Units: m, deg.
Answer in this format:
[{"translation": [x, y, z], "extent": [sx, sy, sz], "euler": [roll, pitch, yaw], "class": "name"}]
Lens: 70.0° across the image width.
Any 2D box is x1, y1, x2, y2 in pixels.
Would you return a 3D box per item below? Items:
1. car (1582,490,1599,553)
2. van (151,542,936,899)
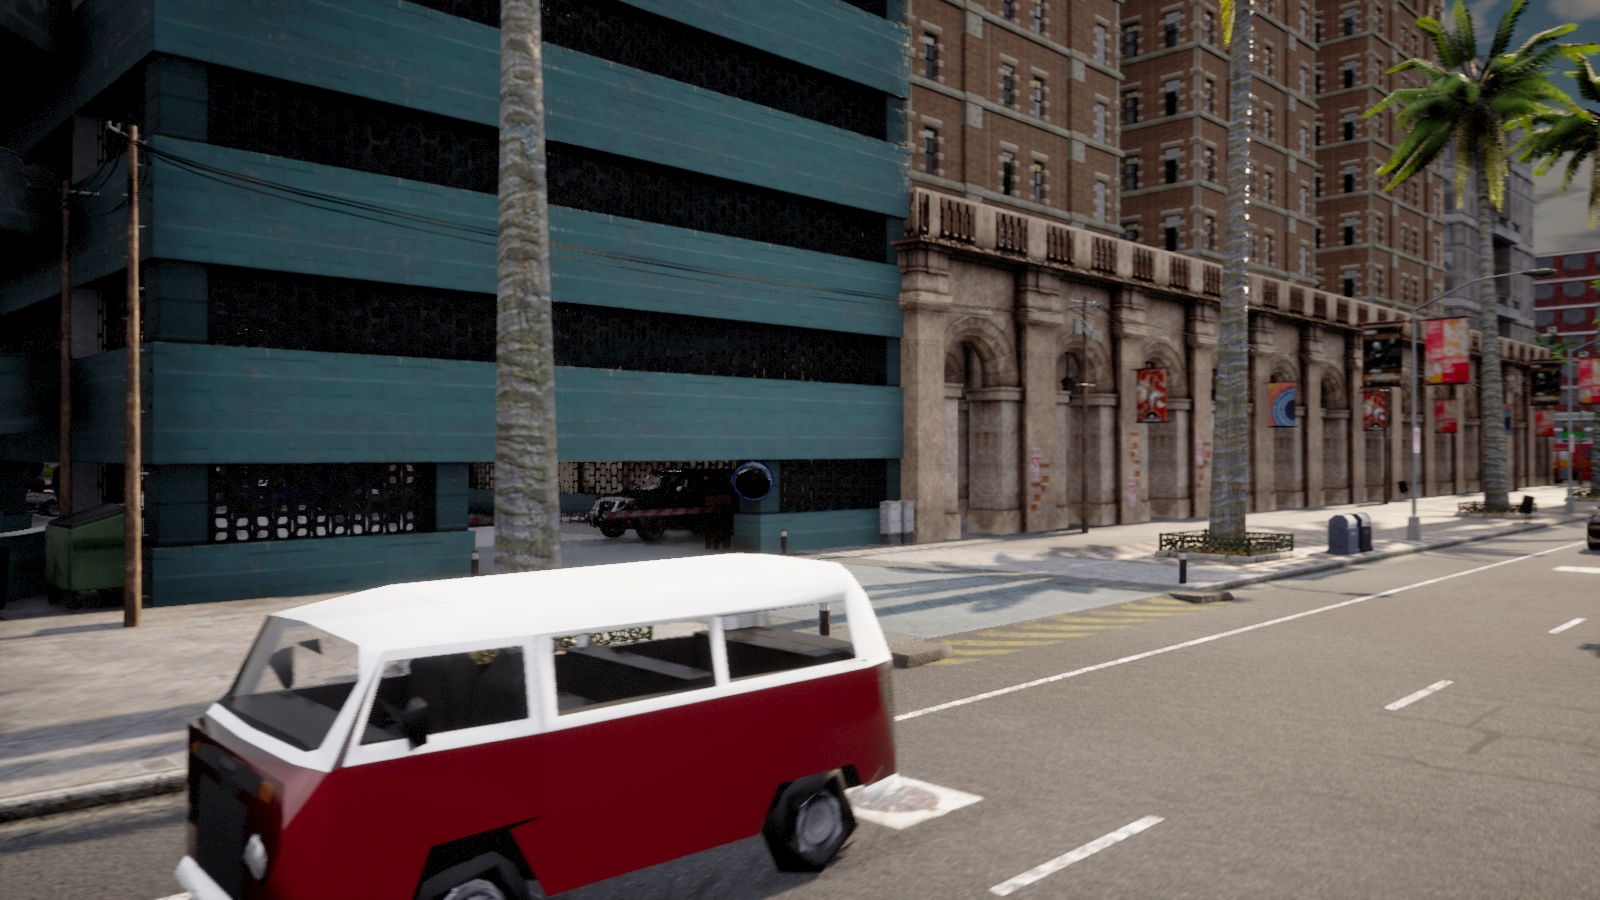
[{"translation": [24.215, 2.005, 32.689], "extent": [5.027, 1.651, 2.152], "euler": [0, 0, -45], "class": "car"}, {"translation": [-1.390, 1.790, 7.334], "extent": [4.480, 2.038, 2.069], "euler": [0, 0, -42], "class": "van"}]
